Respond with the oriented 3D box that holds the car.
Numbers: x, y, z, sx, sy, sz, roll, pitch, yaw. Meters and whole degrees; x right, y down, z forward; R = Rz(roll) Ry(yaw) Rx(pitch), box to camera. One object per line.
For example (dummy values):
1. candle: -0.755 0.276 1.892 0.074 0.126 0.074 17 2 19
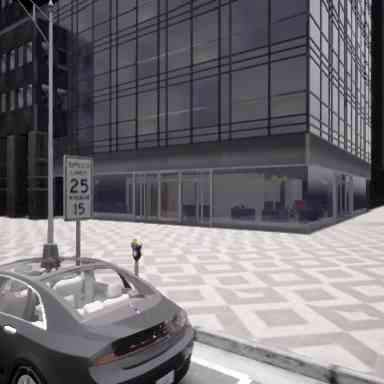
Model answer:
1. car: -2.028 1.550 4.409 4.403 1.369 2.008 0 0 36
